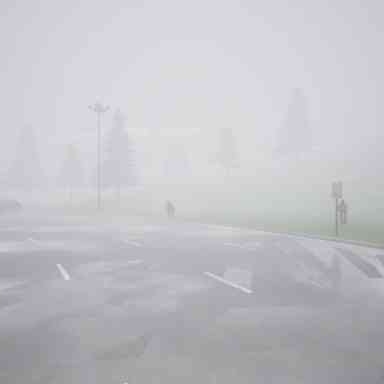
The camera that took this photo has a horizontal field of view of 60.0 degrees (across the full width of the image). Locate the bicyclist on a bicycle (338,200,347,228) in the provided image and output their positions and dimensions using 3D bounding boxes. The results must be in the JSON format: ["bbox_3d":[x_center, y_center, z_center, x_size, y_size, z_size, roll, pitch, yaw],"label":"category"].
[{"bbox_3d":[9.026,1.300,19.900,0.582,1.620,1.656,0,0,16],"label":"bicyclist on a bicycle"}]

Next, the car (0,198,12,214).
[{"bbox_3d":[-20.790,1.526,33.567,4.674,1.442,1.812,0,0,28],"label":"car"}]

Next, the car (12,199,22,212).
[{"bbox_3d":[-21.535,1.505,37.800,4.892,1.490,1.837,0,0,26],"label":"car"}]

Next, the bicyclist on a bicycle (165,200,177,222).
[{"bbox_3d":[-1.630,1.431,25.107,0.582,1.620,1.656,-12,8,-30],"label":"bicyclist on a bicycle"}]
